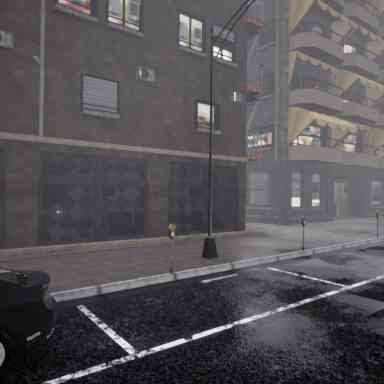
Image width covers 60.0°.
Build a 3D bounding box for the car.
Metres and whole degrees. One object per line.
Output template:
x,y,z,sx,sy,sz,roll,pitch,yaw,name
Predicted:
-3.889,1.551,3.730,4.403,1.369,2.008,0,1,-36,car
